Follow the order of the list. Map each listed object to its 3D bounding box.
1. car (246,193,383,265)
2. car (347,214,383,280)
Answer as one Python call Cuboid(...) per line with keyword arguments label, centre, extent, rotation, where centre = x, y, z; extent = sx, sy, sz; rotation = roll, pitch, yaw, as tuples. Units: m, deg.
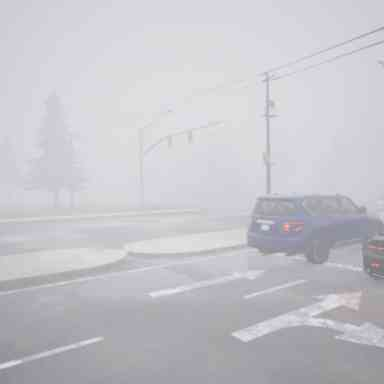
Cuboid(label="car", centre=(4.278, 1.052, 11.235), extent=(5.566, 2.045, 2.150), rotation=(-2, 1, -36))
Cuboid(label="car", centre=(6.096, 1.336, 8.211), extent=(4.892, 1.490, 1.837), rotation=(-1, 1, -36))
